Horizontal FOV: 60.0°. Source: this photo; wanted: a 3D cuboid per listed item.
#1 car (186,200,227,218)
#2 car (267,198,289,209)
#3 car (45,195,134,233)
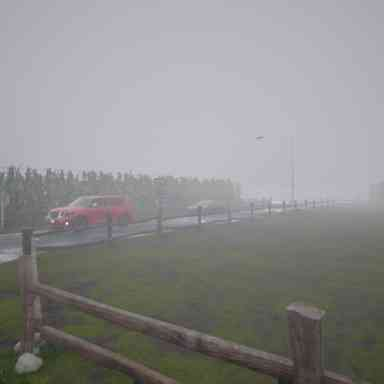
[{"bbox_3d":[1.423,1.508,31.081,1.882,1.535,5.008,0,0,35],"label":"car"},{"bbox_3d":[12.046,1.567,46.420,1.812,1.442,4.674,0,0,35],"label":"car"},{"bbox_3d":[-5.996,1.236,20.274,2.150,2.045,5.566,0,0,34],"label":"car"}]
